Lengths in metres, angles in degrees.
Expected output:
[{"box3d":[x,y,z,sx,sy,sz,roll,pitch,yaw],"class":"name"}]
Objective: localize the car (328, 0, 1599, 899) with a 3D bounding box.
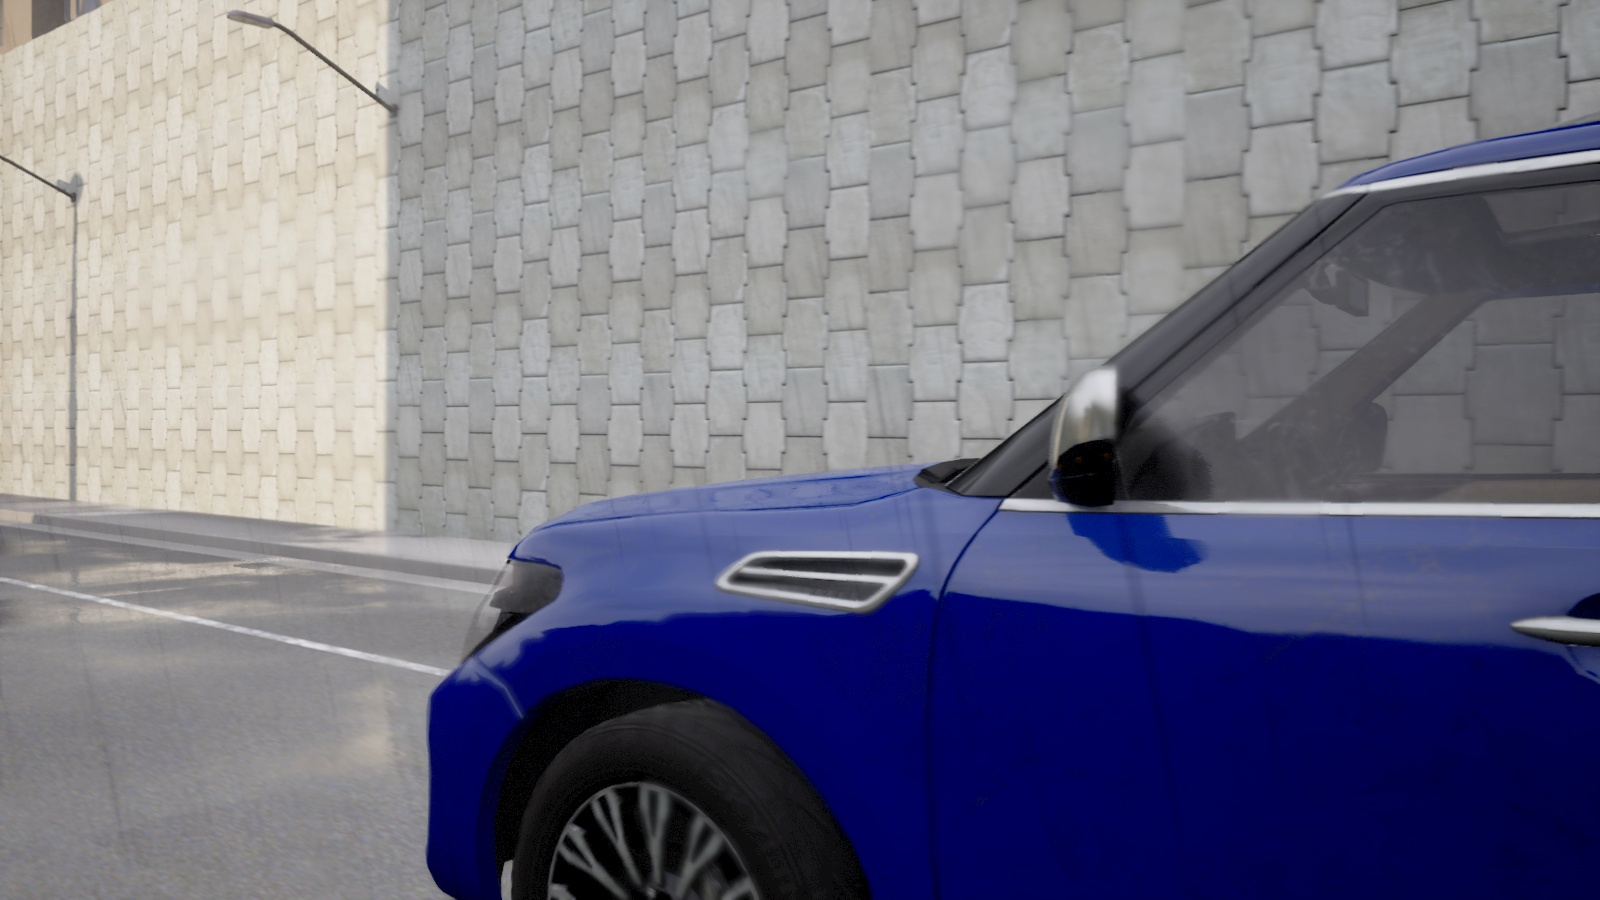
[{"box3d":[1.776,0.404,2.419,5.566,2.045,2.150,0,1,34],"class":"car"}]
